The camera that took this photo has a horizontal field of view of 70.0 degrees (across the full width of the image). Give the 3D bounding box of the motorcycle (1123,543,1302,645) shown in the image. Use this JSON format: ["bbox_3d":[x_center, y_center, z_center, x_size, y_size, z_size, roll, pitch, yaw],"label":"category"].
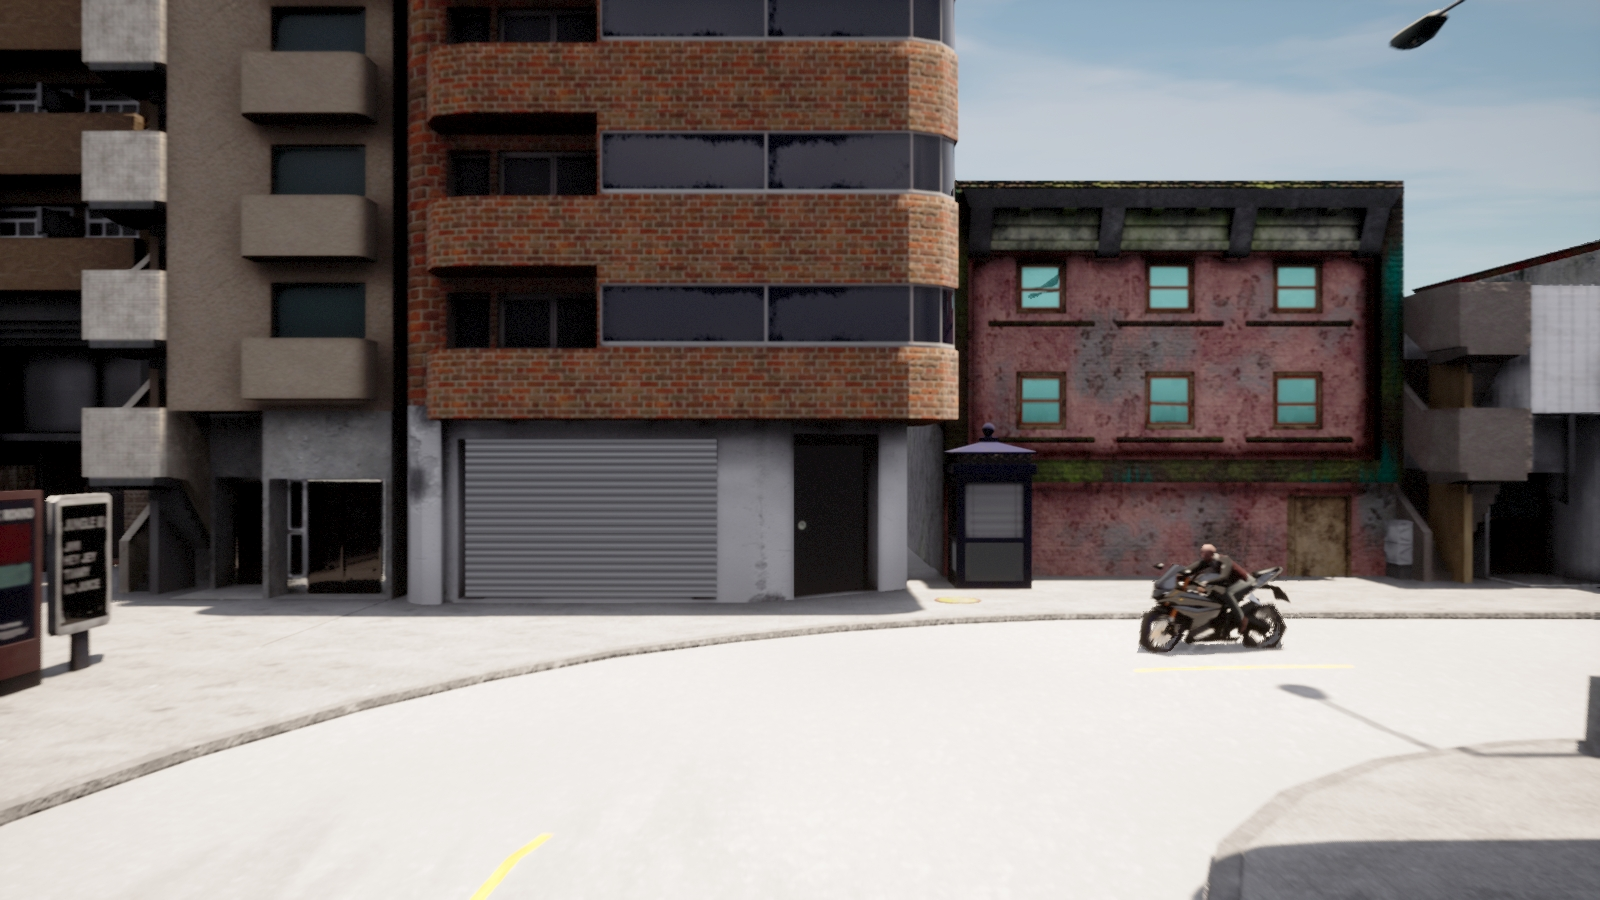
[{"bbox_3d":[5.753,1.987,15.978,2.209,1.251,0.867,0,1,-12],"label":"motorcycle"}]
